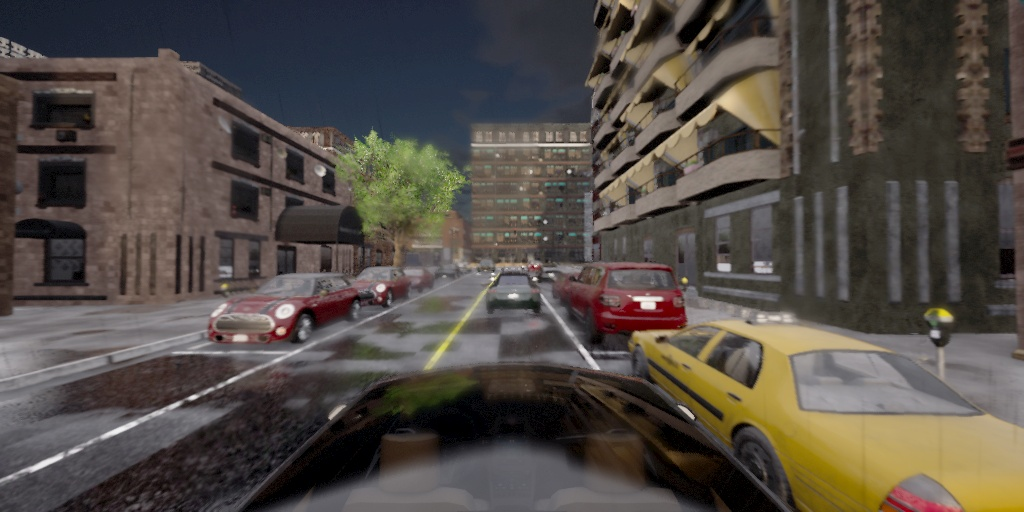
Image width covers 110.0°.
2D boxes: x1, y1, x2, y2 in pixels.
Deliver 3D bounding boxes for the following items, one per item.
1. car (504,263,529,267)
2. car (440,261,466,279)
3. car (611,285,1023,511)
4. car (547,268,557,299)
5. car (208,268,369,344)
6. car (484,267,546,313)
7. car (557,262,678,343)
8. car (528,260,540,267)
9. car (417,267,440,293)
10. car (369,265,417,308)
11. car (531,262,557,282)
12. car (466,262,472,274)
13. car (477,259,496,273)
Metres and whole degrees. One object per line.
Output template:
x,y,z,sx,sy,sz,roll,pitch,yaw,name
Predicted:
0.063,1.362,27.334,1.895,1.301,4.718,0,0,0,car
-5.656,1.329,32.206,1.948,1.339,4.313,0,0,0,car
2.691,1.276,4.002,1.751,1.417,4.829,0,0,0,car
2.692,1.337,15.206,1.802,1.307,4.207,0,0,0,car
-5.656,1.192,9.460,1.967,1.591,4.097,0,0,0,car
0.072,1.318,14.038,1.994,1.385,4.181,0,0,0,car
2.691,1.067,9.519,2.192,1.841,5.009,0,0,0,car
2.739,1.212,43.635,1.967,1.591,4.097,0,0,0,car
-5.656,1.339,20.834,1.802,1.307,4.207,0,0,0,car
-5.657,1.194,15.148,1.967,1.591,4.097,0,0,0,car
2.692,1.326,26.578,1.948,1.339,4.313,0,0,0,car
-5.656,1.318,37.894,2.007,1.370,4.403,0,0,0,car
-3.066,1.123,43.479,2.097,1.767,4.553,0,0,0,car
